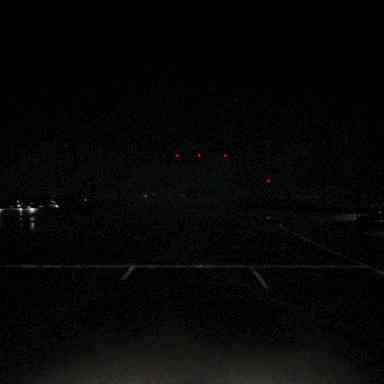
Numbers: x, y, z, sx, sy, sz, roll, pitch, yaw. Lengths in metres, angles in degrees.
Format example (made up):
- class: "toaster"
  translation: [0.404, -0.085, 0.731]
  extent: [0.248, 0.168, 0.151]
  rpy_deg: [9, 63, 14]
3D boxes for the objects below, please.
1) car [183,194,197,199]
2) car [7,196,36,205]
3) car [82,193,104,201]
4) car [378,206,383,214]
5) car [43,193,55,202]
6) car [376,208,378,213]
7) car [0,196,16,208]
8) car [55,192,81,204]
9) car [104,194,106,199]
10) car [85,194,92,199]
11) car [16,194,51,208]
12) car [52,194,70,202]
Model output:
- class: "car"
  translation: [-0.158, 1.201, 94.634]
  extent: [1.895, 1.301, 4.718]
  rpy_deg: [0, 0, -18]
- class: "car"
  translation: [-28.094, 1.328, 54.927]
  extent: [2.033, 1.411, 5.357]
  rpy_deg: [0, 0, 0]
- class: "car"
  translation: [-21.075, 1.236, 70.911]
  extent: [2.128, 1.511, 4.902]
  rpy_deg: [0, 0, 0]
- class: "car"
  translation: [17.652, 1.260, 26.037]
  extent: [4.553, 1.767, 2.097]
  rpy_deg: [0, 0, 6]
- class: "car"
  translation: [-24.607, 1.138, 53.674]
  extent: [2.097, 1.767, 4.553]
  rpy_deg: [0, 0, 0]
- class: "car"
  translation: [19.460, 1.441, 29.460]
  extent: [5.357, 1.411, 2.033]
  rpy_deg: [0, 0, 7]
- class: "car"
  translation: [-24.618, 1.336, 43.492]
  extent: [1.837, 1.490, 4.892]
  rpy_deg: [0, 0, 0]
- class: "car"
  translation: [-21.105, 0.998, 55.914]
  extent: [2.150, 2.045, 5.566]
  rpy_deg: [0, 0, 0]
- class: "car"
  translation: [-24.104, 1.154, 89.260]
  extent: [2.128, 1.511, 4.902]
  rpy_deg: [0, 0, -14]
- class: "car"
  translation: [-28.433, 1.215, 91.072]
  extent: [1.895, 1.301, 4.718]
  rpy_deg: [0, 0, -18]
- class: "car"
  translation: [-21.119, 1.330, 44.764]
  extent: [1.837, 1.490, 4.892]
  rpy_deg: [0, 0, 0]
- class: "car"
  translation: [-28.094, 1.233, 71.481]
  extent: [2.128, 1.511, 4.902]
  rpy_deg: [0, 0, 0]
